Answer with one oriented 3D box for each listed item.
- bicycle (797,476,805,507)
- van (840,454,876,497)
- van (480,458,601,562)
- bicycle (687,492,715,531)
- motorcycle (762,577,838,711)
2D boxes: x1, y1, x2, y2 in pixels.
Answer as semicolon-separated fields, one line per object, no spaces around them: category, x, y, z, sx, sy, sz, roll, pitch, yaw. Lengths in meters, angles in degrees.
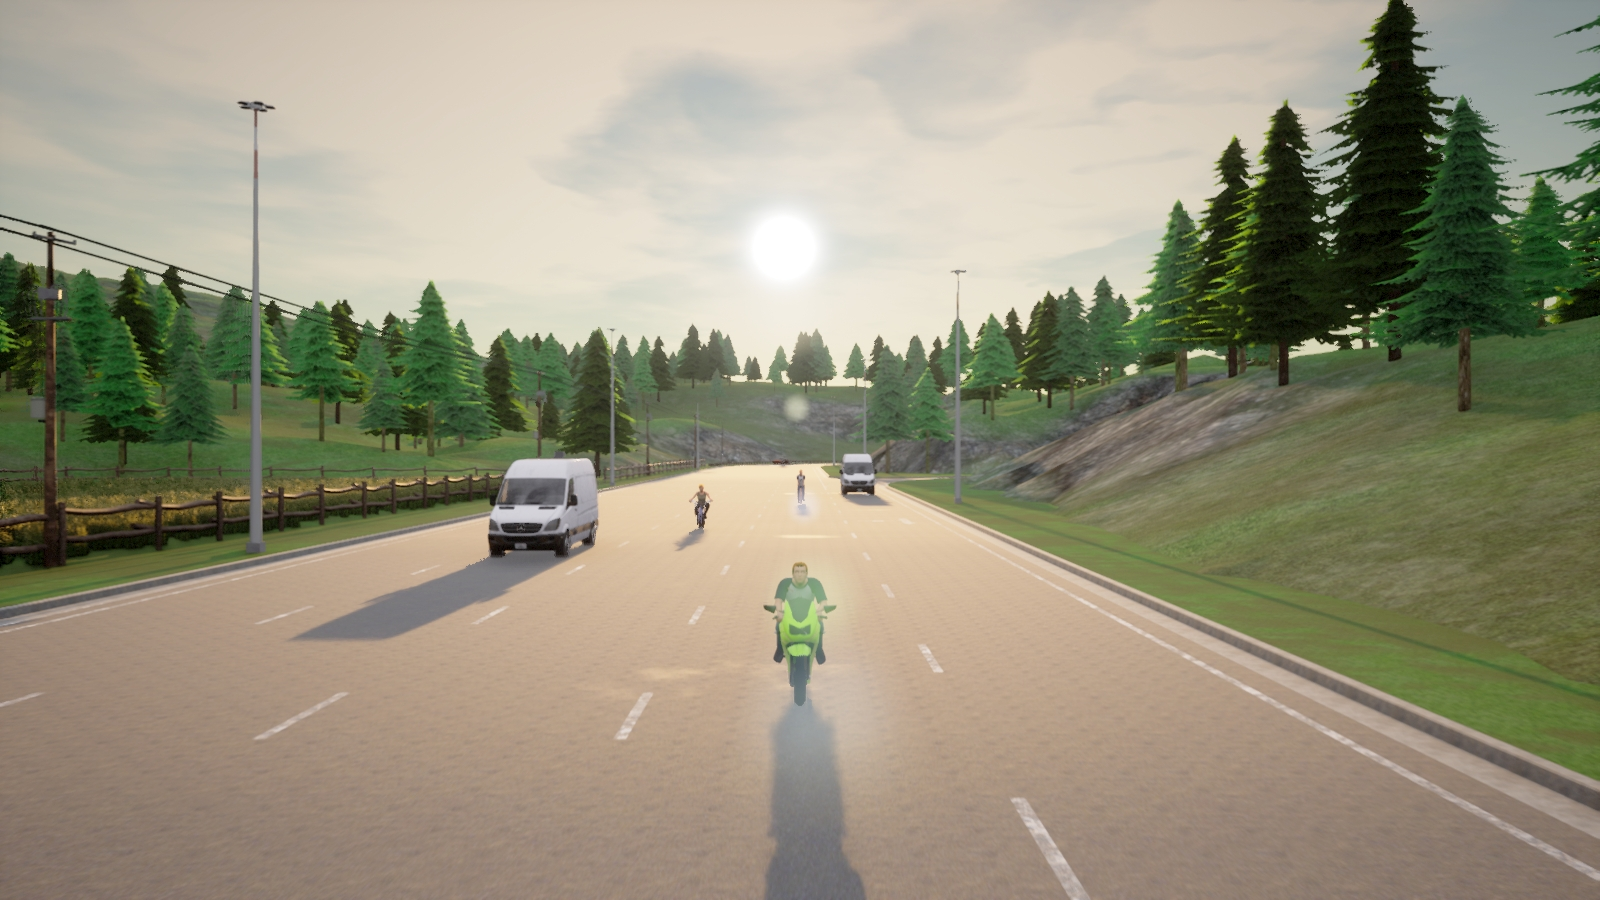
bicycle;0.048;2.054;57.051;0.373;1.496;1.643;0;0;0
van;3.567;1.532;71.096;1.988;2.561;5.915;0;0;0
van;-6.998;1.534;31.548;1.988;2.561;5.915;0;0;0
bicycle;-3.480;2.156;40.290;0.859;1.277;1.487;0;0;0
motorcycle;0.000;2.185;13.211;0.803;1.199;2.033;0;0;0
